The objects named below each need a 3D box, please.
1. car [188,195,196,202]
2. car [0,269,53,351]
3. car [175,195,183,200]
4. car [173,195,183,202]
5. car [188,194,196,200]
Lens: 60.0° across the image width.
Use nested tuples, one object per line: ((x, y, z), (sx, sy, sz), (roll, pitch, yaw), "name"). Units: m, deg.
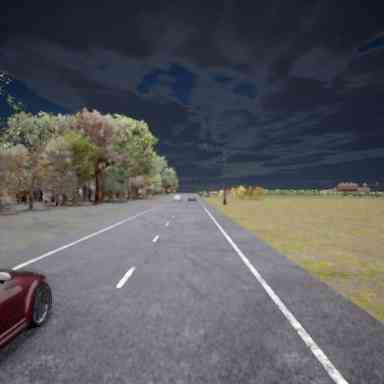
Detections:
((0.040, 1.499, 77.502), (1.994, 1.385, 4.181), (0, 0, 0), "car")
((-3.495, 1.575, 4.305), (1.994, 1.385, 4.181), (0, 0, 0), "car")
((-3.455, 1.425, 87.608), (1.895, 1.301, 4.718), (0, 0, 0), "car")
((-3.460, 1.483, 77.537), (1.812, 1.442, 4.674), (0, 0, 0), "car")
((0.043, 1.370, 87.576), (1.994, 1.385, 4.181), (0, 0, 0), "car")
